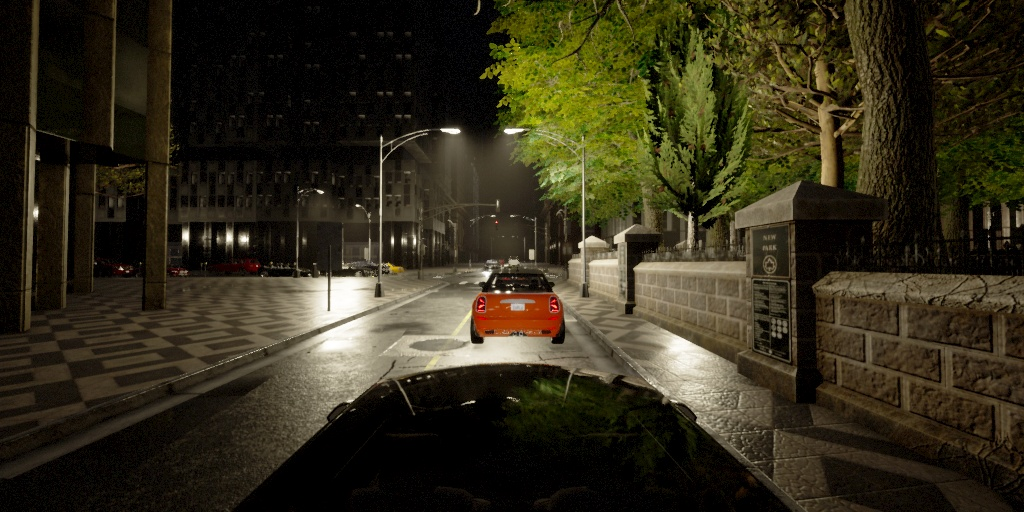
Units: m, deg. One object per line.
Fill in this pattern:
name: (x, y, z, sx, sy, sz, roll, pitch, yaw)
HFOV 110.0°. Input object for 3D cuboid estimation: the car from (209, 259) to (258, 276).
car: (-30.969, 1.238, 40.223, 5.009, 1.841, 2.192, 0, 0, 1)

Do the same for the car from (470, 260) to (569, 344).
car: (0.129, 1.107, 9.759, 2.097, 1.767, 4.553, 0, 0, 0)

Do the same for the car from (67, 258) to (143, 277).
car: (-36.560, 1.062, 31.755, 5.009, 1.841, 2.192, 0, 0, 1)

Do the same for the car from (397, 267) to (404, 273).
car: (-14.602, 1.426, 40.059, 4.829, 1.417, 1.751, 0, 0, 1)

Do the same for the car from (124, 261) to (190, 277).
car: (-31.047, 1.321, 31.700, 4.207, 1.307, 1.802, 0, 0, 1)

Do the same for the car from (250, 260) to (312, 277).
car: (-20.021, 1.290, 31.590, 4.313, 1.339, 1.948, 0, 0, 1)

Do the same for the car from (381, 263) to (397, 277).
car: (-13.987, 1.266, 34.207, 4.902, 1.511, 2.128, 0, -1, 1)

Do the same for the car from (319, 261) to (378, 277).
car: (-14.508, 1.268, 31.535, 4.403, 1.370, 2.007, 0, 0, 1)

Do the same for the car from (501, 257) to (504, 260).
car: (-2.814, 1.370, 61.197, 1.837, 1.490, 4.892, 0, 0, 1)

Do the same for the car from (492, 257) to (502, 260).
car: (-2.877, 1.326, 50.823, 2.128, 1.511, 4.902, 0, 0, 0)
